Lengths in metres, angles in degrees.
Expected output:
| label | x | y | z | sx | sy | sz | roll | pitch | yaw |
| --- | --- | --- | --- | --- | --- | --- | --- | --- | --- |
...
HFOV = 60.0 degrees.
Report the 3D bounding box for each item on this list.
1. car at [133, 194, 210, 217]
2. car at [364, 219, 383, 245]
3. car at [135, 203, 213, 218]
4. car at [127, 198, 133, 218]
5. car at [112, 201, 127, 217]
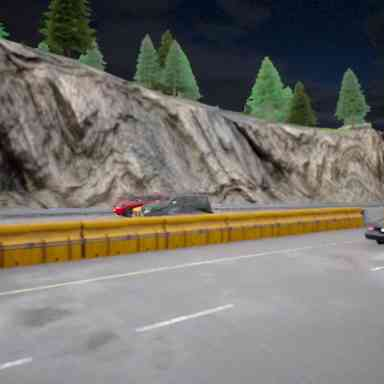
| label | x | y | z | sx | sy | sz | roll | pitch | yaw |
| --- | --- | --- | --- | --- | --- | --- | --- | --- | --- |
| car | -1.086 | 1.216 | 24.273 | 5.566 | 2.045 | 2.150 | 0 | 0 | -32 |
| car | 9.702 | 1.539 | 14.266 | 5.357 | 1.411 | 2.033 | 0 | 0 | -30 |
| car | -0.954 | 1.559 | 20.168 | 4.181 | 1.385 | 1.994 | 0 | 0 | -33 |
| car | -2.423 | 1.471 | 27.528 | 5.008 | 1.535 | 1.882 | 0 | 0 | -32 |
| car | -4.416 | 1.216 | 30.437 | 5.566 | 2.045 | 2.150 | 0 | 0 | -32 |
